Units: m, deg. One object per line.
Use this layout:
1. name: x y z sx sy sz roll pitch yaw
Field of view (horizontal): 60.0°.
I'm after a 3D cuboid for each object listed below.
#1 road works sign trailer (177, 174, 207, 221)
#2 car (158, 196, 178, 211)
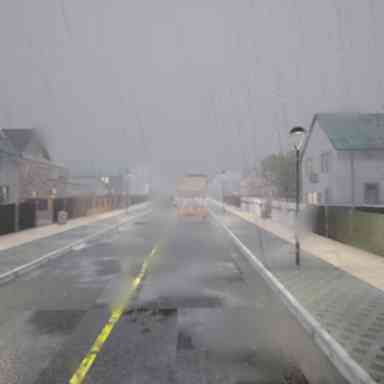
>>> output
1. road works sign trailer: 0.026 0.404 26.494 2.380 3.560 2.880 0 0 0
2. car: -2.815 1.281 39.869 2.097 1.767 4.553 0 0 0
